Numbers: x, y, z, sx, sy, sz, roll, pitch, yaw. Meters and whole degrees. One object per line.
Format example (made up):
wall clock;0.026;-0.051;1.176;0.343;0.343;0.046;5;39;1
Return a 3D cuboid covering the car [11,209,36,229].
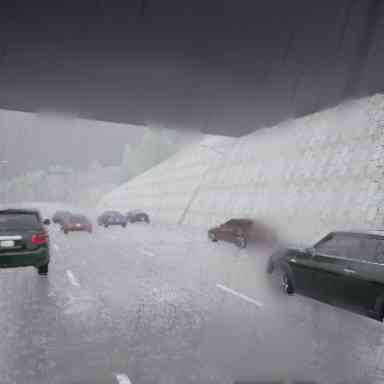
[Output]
car;-14.772;2.337;29.319;1.837;1.490;4.892;1;-2;-26

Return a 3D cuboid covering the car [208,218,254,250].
car;2.592;2.078;17.450;1.812;1.442;4.674;1;-2;-26

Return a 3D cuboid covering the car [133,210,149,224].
car;-5.916;2.577;35.115;1.812;1.442;4.674;1;-2;-26

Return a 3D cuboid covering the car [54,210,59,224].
car;-13.815;2.587;35.389;1.994;1.385;4.181;1;-2;-25

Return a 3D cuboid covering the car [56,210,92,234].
car;-8.669;2.285;24.708;1.994;1.385;4.181;1;-2;-26

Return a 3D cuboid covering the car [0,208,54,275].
car;-6.109;1.546;11.335;2.150;2.045;5.566;1;-2;-26

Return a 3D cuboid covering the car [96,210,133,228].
car;-7.276;2.433;29.880;2.033;1.411;5.357;1;-2;-26

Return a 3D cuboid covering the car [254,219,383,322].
car;3.637;1.597;7.210;2.097;1.767;4.553;1;-2;-26
